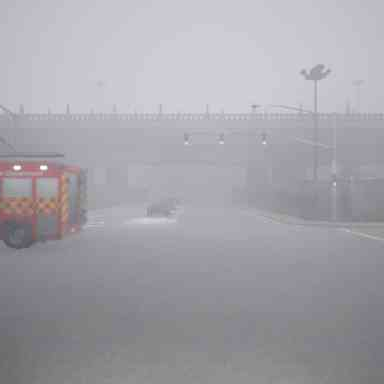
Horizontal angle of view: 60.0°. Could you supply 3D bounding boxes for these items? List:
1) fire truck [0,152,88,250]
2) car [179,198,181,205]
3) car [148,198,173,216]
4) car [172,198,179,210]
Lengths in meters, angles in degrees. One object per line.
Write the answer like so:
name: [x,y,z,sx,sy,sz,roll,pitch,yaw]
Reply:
fire truck: [-9.047,0.316,14.038,8.468,3.827,2.891,0,0,1]
car: [-2.949,1.606,57.366,1.895,1.301,4.718,0,0,1]
car: [-3.228,1.604,33.040,1.895,1.301,4.718,0,0,1]
car: [-3.122,1.508,42.909,1.837,1.490,4.892,0,0,1]
